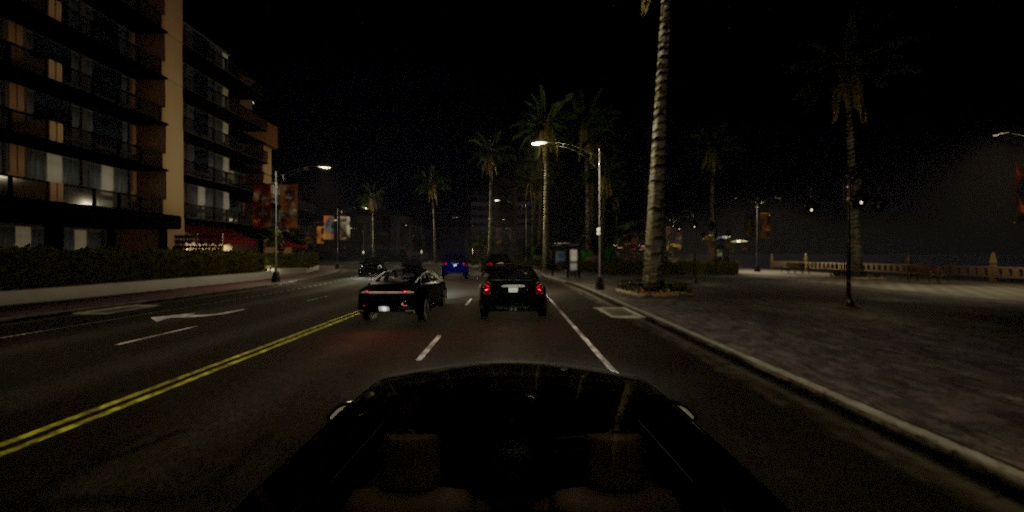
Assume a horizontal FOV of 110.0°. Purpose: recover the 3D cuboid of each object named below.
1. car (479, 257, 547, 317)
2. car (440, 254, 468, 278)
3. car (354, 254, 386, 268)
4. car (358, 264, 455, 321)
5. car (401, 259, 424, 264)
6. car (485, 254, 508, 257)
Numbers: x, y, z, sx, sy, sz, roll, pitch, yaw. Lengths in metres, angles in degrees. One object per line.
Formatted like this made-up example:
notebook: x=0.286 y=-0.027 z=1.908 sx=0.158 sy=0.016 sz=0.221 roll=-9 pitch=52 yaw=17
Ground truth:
car: x=0.023 y=1.038 z=12.910 sx=2.097 sy=1.767 sz=4.553 roll=0 pitch=0 yaw=0
car: x=-4.975 y=0.812 z=30.937 sx=2.150 sy=2.045 sz=5.566 roll=0 pitch=0 yaw=-10
car: x=-12.928 y=0.936 z=33.348 sx=2.097 sy=1.767 sz=4.553 roll=0 pitch=0 yaw=-15
car: x=-3.468 y=1.188 z=12.122 sx=2.128 sy=1.511 sz=4.902 roll=0 pitch=1 yaw=0
car: x=-9.710 y=1.049 z=35.011 sx=1.882 sy=1.535 sz=5.008 roll=0 pitch=0 yaw=-16
car: x=-1.447 y=0.808 z=31.004 sx=2.150 sy=2.045 sz=5.566 roll=0 pitch=0 yaw=-10
